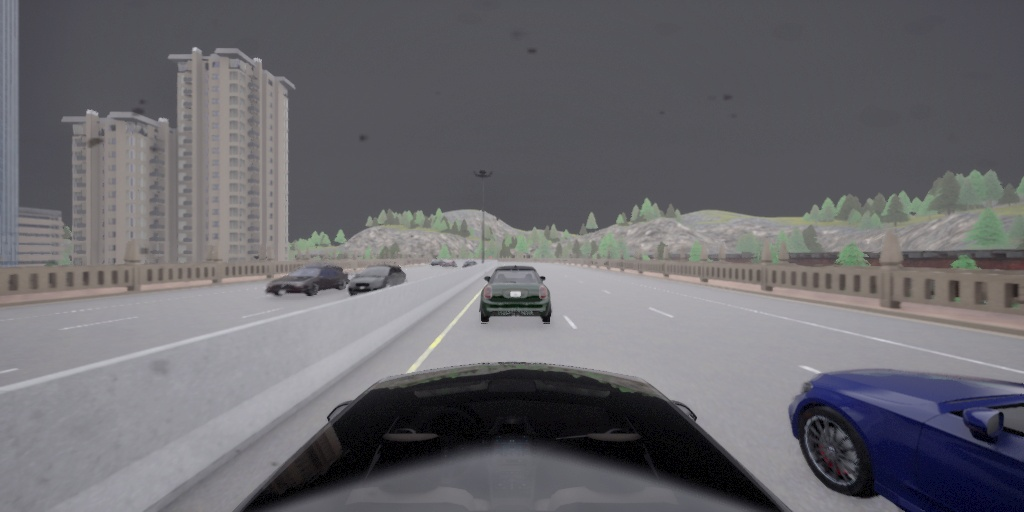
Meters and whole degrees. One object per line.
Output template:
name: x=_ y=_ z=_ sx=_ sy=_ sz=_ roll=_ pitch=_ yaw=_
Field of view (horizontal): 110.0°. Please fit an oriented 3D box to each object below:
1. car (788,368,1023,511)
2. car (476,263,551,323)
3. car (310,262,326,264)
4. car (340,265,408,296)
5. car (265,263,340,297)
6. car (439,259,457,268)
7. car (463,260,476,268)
car: x=3.601 y=1.276 z=1.514 sx=1.812 sy=1.442 sz=4.674 roll=0 pitch=0 yaw=0
car: x=0.102 y=1.097 z=12.275 sx=2.097 sy=1.767 sz=4.553 roll=0 pitch=0 yaw=0
car: x=-14.093 y=1.231 z=26.217 sx=2.128 sy=1.511 sz=4.902 roll=0 pitch=0 yaw=0
car: x=-7.095 y=1.247 z=19.407 sx=1.837 sy=1.490 sz=4.892 roll=0 pitch=0 yaw=0
car: x=-10.597 y=1.290 z=19.191 sx=2.033 sy=1.411 sz=5.357 roll=0 pitch=0 yaw=0
car: x=-10.527 y=1.287 z=60.566 sx=1.812 sy=1.442 sz=4.674 roll=0 pitch=0 yaw=1
car: x=-7.031 y=1.325 z=60.669 sx=1.994 sy=1.385 sz=4.181 roll=0 pitch=0 yaw=1
